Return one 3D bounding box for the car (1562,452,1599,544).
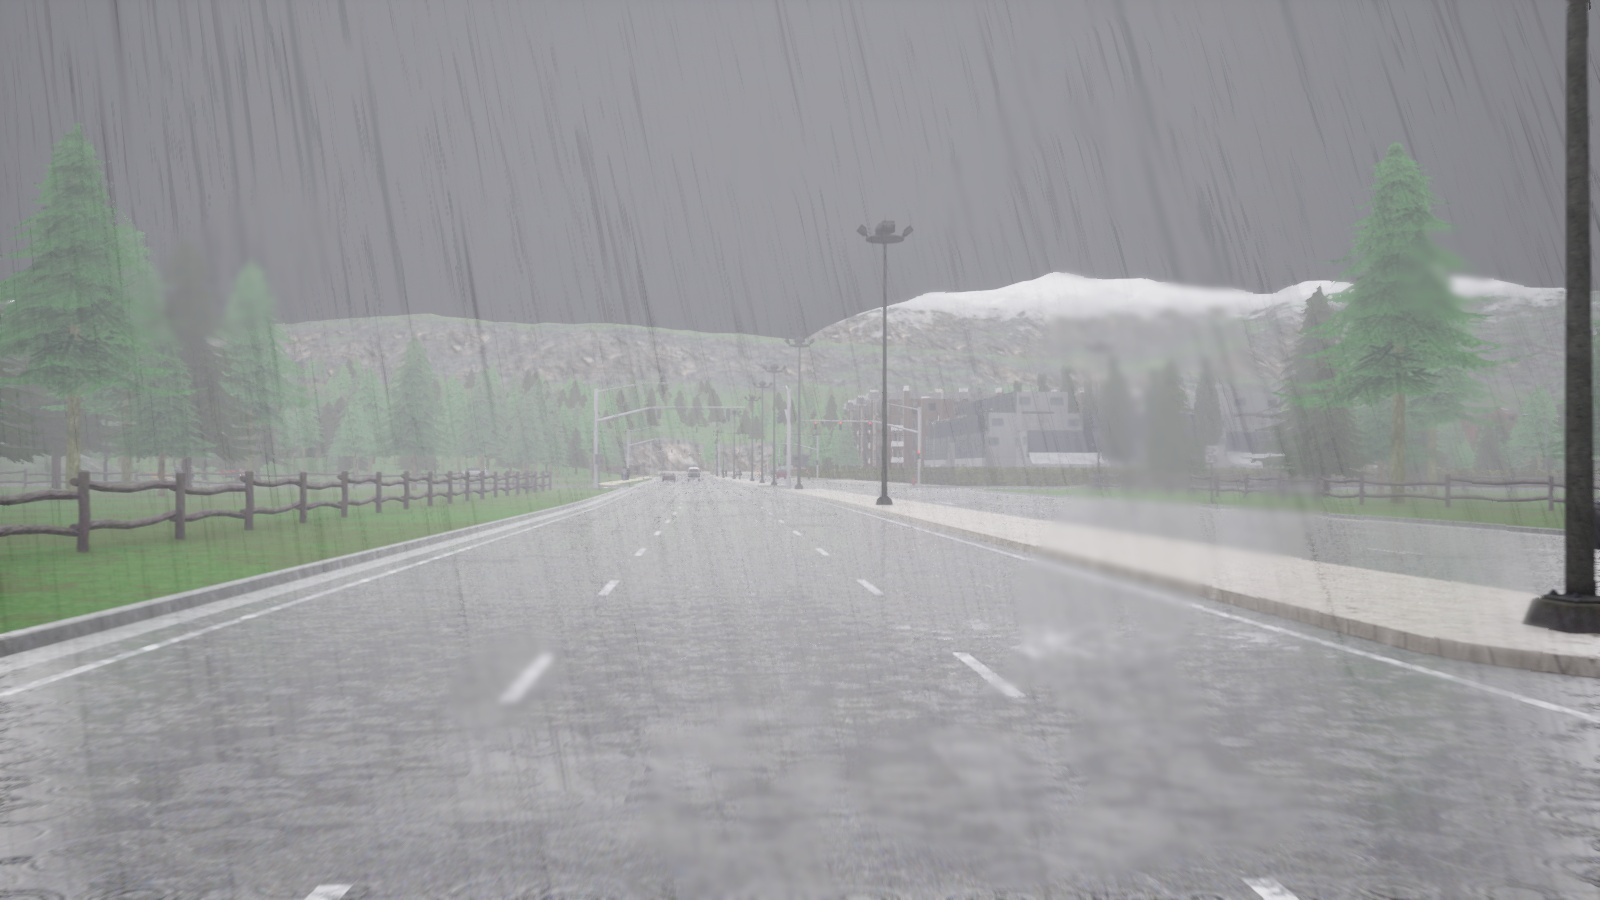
[{"bbox_3d":[17.217,0.957,24.716,1.905,1.878,3.866,0,-1,-4],"label":"car"}]
